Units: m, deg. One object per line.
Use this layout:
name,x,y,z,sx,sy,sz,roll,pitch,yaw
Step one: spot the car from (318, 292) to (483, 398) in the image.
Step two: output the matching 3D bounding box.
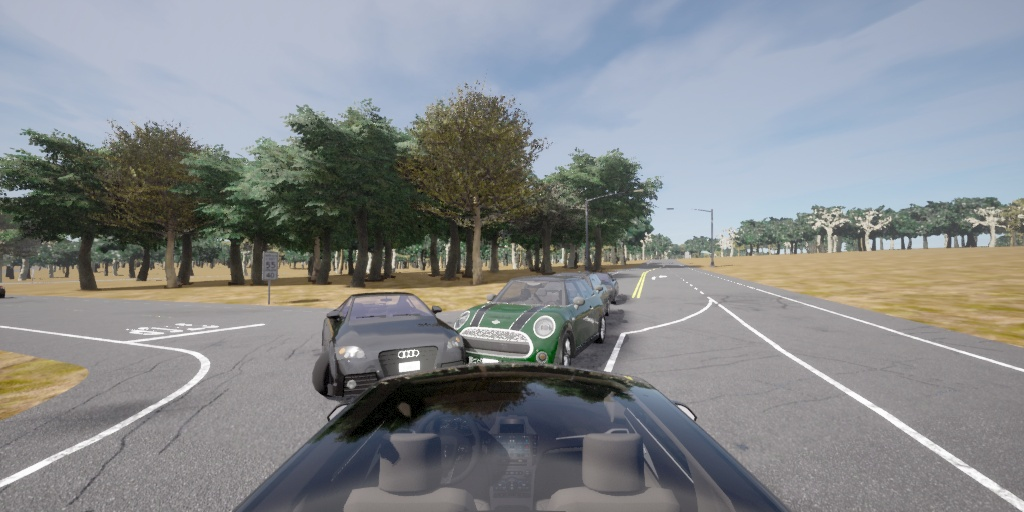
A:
car,-2.354,1.376,6.609,1.994,1.385,4.181,1,-2,-29

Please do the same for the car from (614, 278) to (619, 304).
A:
car,4.218,1.509,17.854,1.994,1.385,4.181,-1,0,19

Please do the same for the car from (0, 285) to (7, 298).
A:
car,-40.859,2.562,27.373,4.181,1.385,1.994,-2,-3,22

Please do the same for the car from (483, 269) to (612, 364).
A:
car,0.618,1.218,7.814,2.097,1.767,4.553,-1,-2,26

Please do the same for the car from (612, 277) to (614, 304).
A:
car,2.025,1.344,12.127,2.097,1.767,4.553,-1,-1,21
